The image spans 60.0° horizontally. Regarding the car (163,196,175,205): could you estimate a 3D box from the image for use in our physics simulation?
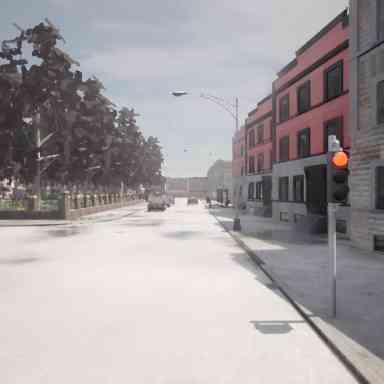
[{"bbox_3d":[-4.039,1.505,59.622,1.837,1.490,4.892,0,0,0],"label":"car"}]

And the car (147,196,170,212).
[{"bbox_3d":[-4.080,1.478,39.323,1.882,1.535,5.008,0,0,0],"label":"car"}]

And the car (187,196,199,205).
[{"bbox_3d":[0.141,1.526,60.429,1.812,1.442,4.674,0,0,0],"label":"car"}]

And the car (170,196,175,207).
[{"bbox_3d":[-4.074,1.547,49.223,2.033,1.411,5.357,0,0,0],"label":"car"}]
